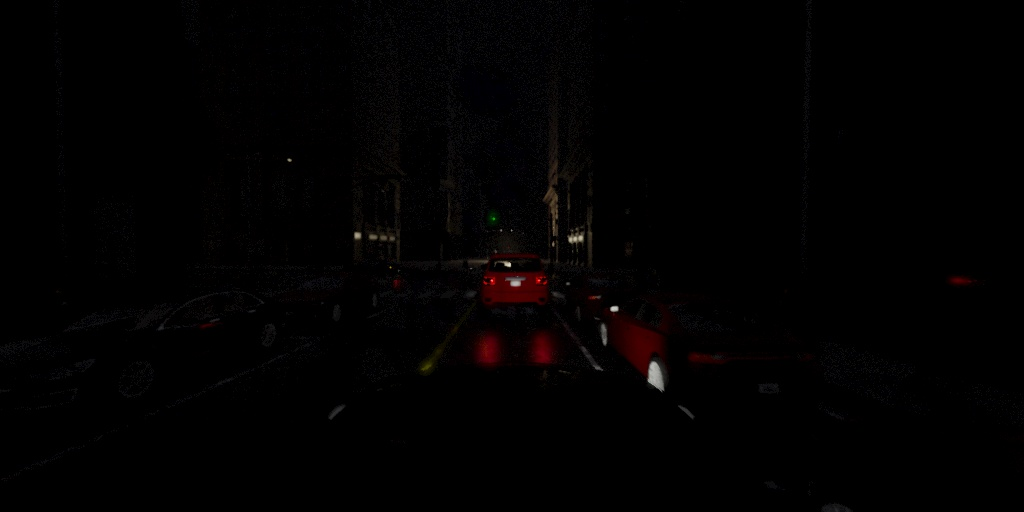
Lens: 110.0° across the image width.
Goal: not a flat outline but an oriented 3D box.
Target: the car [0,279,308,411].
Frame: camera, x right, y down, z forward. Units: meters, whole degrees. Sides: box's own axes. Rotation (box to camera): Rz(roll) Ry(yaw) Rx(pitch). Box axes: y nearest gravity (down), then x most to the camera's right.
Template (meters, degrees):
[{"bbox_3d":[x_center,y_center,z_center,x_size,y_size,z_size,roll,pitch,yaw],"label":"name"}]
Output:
[{"bbox_3d":[-5.764,1.270,6.070,2.007,1.370,4.403,0,0,0],"label":"car"}]

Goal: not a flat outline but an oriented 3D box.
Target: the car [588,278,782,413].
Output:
[{"bbox_3d":[2.762,1.265,6.070,1.888,1.381,4.507,0,0,0],"label":"car"}]

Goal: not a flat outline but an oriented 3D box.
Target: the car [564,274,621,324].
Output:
[{"bbox_3d":[2.761,1.227,11.576,1.888,1.381,4.507,0,0,0],"label":"car"}]

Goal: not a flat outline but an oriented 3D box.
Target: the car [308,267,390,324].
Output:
[{"bbox_3d":[-5.764,1.227,11.576,1.888,1.381,4.507,0,0,0],"label":"car"}]

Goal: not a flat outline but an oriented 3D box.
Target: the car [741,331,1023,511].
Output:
[{"bbox_3d":[2.762,1.303,0.565,1.888,1.381,4.507,0,0,0],"label":"car"}]

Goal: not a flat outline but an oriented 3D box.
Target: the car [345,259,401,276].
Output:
[{"bbox_3d":[-11.426,0.985,29.229,4.674,1.442,1.812,1,1,8],"label":"car"}]

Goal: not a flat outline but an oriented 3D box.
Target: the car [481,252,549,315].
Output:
[{"bbox_3d":[0.039,0.891,13.303,2.150,2.045,5.566,0,0,-1],"label":"car"}]
